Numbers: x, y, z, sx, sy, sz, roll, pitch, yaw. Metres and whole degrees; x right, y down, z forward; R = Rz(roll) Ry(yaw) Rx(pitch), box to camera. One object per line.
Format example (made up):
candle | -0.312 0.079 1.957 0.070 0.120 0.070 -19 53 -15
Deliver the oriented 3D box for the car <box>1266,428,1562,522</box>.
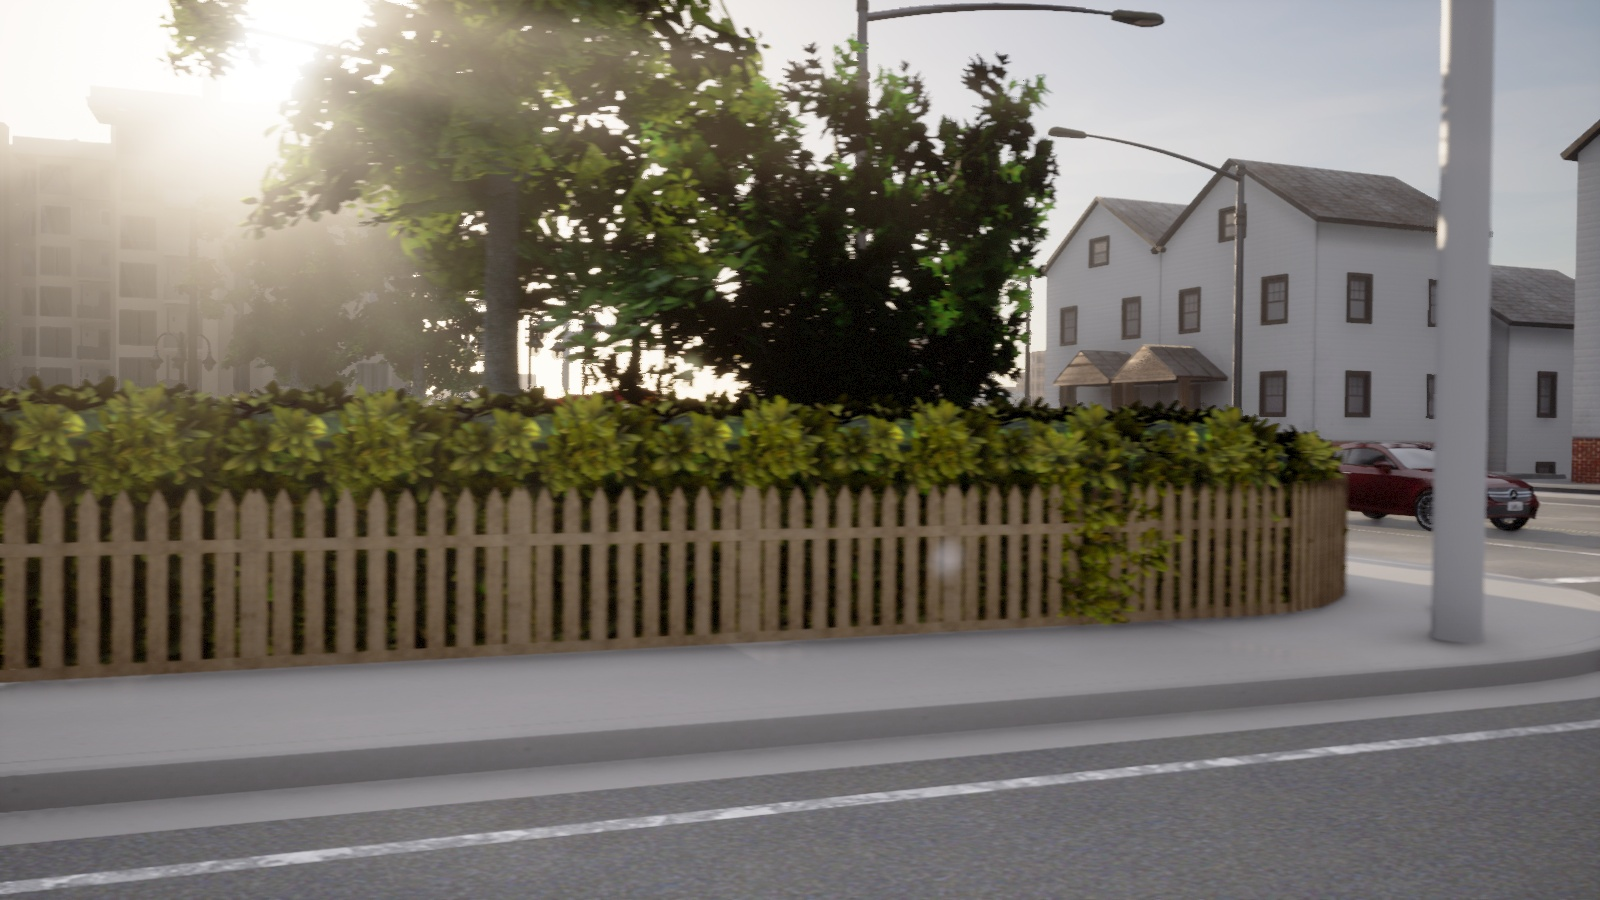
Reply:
car | 10.518 0.352 21.961 1.812 1.442 4.674 -1 1 -21
